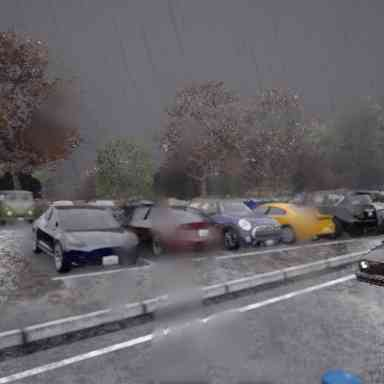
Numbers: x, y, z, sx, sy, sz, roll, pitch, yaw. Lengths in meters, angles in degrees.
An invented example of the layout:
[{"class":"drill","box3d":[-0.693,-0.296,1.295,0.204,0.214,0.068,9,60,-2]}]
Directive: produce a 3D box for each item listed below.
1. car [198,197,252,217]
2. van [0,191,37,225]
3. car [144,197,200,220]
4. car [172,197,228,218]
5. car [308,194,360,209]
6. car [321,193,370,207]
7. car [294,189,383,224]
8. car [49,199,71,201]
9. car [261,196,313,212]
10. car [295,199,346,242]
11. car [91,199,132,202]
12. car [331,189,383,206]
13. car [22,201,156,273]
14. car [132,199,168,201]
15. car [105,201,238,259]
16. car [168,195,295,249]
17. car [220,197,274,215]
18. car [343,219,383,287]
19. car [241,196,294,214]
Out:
[{"class":"car","box3d":[2.832,1.279,29.781,2.163,1.488,4.792,0,0,-35]},{"class":"van","box3d":[-10.729,0.894,20.188,1.878,1.987,4.442,1,0,-35]},{"class":"car","box3d":[-1.760,1.236,26.835,1.946,1.575,5.366,0,0,-35]},{"class":"car","box3d":[0.532,1.247,28.436,1.946,1.575,5.366,0,0,-35]},{"class":"car","box3d":[16.638,1.041,39.236,1.946,1.575,5.366,-1,1,-35]},{"class":"car","box3d":[18.815,0.980,40.989,2.097,1.535,5.008,-2,1,-35]},{"class":"car","box3d":[5.874,0.995,16.021,2.435,2.045,5.566,0,0,-35]},{"class":"car","box3d":[-8.614,1.193,21.823,2.002,1.452,4.674,1,0,-35]},{"class":"car","box3d":[9.785,1.185,34.667,2.231,1.521,4.892,-1,0,-35]},{"class":"car","box3d":[3.602,1.227,14.392,2.097,1.535,5.008,0,0,-35]},{"class":"car","box3d":[-6.331,1.229,23.418,2.002,1.452,4.674,1,0,-35]},{"class":"car","box3d":[21.082,0.656,42.601,2.435,2.045,5.566,-2,1,-35]},{"class":"car","box3d":[-3.228,1.155,9.591,2.163,1.488,4.792,1,0,-35]},{"class":"car","box3d":[-3.959,1.249,25.107,2.163,1.488,4.792,1,0,-35]},{"class":"car","box3d":[-0.980,1.192,11.233,2.163,1.488,4.792,1,0,-35]},{"class":"car","box3d":[1.304,1.073,12.831,2.185,1.767,4.553,1,0,-35]},{"class":"car","box3d":[5.106,1.237,31.399,2.097,1.535,5.008,0,0,-35]},{"class":"car","box3d":[6.156,1.434,8.070,5.357,1.411,2.033,-1,1,-35]},{"class":"car","box3d":[7.393,1.216,32.997,2.097,1.535,5.008,-1,0,-35]}]
